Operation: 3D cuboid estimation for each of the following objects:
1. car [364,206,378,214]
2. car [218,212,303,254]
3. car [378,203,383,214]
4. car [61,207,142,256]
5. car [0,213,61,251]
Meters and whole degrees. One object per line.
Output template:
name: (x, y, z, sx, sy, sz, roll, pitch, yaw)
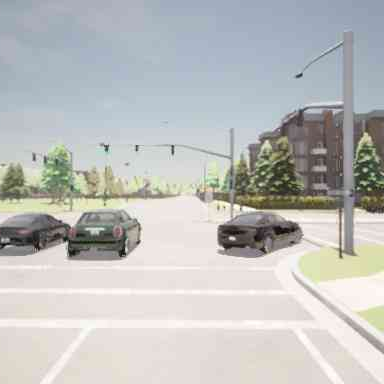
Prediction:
car: (22.947, 1.937, 38.976, 4.718, 1.301, 1.895, 0, 0, 0)
car: (3.056, 1.602, 14.323, 1.882, 1.535, 5.008, -2, -2, 39)
car: (22.956, 1.832, 35.478, 4.674, 1.442, 1.812, 0, 0, 0)
car: (-3.406, 1.472, 13.792, 2.097, 1.767, 4.553, 0, -1, 0)
car: (-6.902, 1.653, 14.666, 1.812, 1.442, 4.674, 0, -1, 0)
